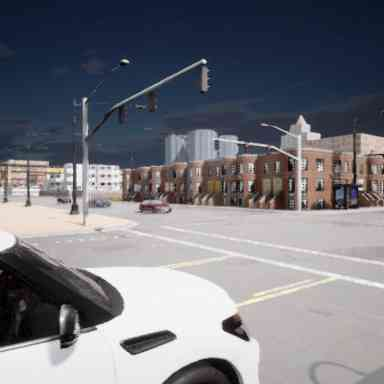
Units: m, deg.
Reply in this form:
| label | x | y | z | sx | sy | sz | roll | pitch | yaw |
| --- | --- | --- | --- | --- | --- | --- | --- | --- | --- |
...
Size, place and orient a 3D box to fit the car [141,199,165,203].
| label | x | y | z | sx | sy | sz | roll | pitch | yaw |
| --- | --- | --- | --- | --- | --- | --- | --- | --- | --- |
| car | -3.837 | 1.455 | 33.678 | 1.812 | 1.442 | 4.674 | 0 | 0 | -36 |

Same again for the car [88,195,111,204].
| label | x | y | z | sx | sy | sz | roll | pitch | yaw |
| --- | --- | --- | --- | --- | --- | --- | --- | --- | --- |
| car | -12.915 | 1.282 | 46.281 | 2.097 | 1.767 | 4.553 | 0 | 0 | -36 |

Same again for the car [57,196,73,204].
| label | x | y | z | sx | sy | sz | roll | pitch | yaw |
| --- | --- | --- | --- | --- | --- | --- | --- | --- | --- |
| car | -23.358 | 1.490 | 60.922 | 1.837 | 1.490 | 4.892 | 0 | 0 | -36 |

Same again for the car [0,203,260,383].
| label | x | y | z | sx | sy | sz | roll | pitch | yaw |
| --- | --- | --- | --- | --- | --- | --- | --- | --- | --- |
| car | -2.016 | 1.223 | 2.337 | 5.566 | 2.045 | 2.150 | 0 | 0 | -35 |
